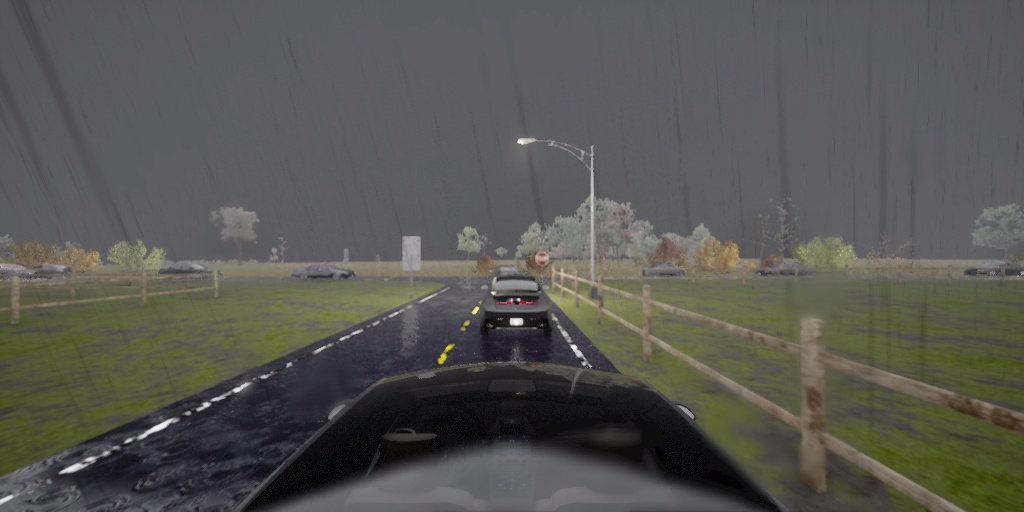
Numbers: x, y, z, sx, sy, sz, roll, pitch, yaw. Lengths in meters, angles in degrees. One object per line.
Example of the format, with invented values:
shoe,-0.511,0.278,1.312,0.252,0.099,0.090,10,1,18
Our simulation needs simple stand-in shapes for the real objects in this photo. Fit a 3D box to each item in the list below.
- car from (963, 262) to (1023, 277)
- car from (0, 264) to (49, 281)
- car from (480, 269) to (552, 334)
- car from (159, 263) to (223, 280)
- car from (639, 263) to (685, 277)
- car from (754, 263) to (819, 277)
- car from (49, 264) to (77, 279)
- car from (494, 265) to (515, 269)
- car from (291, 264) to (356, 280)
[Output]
car,47.816,1.307,35.416,4.892,1.490,1.837,0,0,1
car,-47.153,1.500,33.425,4.902,1.511,2.128,0,0,1
car,0.102,1.290,10.721,1.837,1.490,4.892,0,0,0
car,-29.641,1.432,33.222,5.008,1.535,1.882,0,0,0
car,14.921,1.407,35.788,4.181,1.385,1.994,0,0,0
car,27.303,1.364,35.679,5.357,1.411,2.033,0,0,1
car,-46.965,1.543,36.270,4.674,1.442,1.812,0,0,1
car,-0.529,1.396,26.833,2.033,1.411,5.357,0,0,-10
car,-17.374,1.466,33.113,5.357,1.411,2.033,0,0,1
